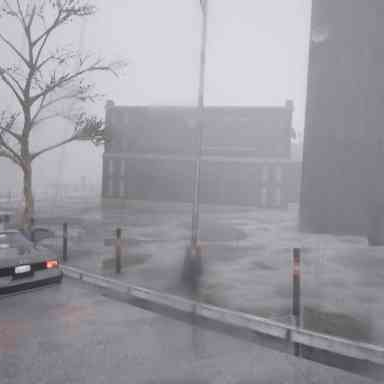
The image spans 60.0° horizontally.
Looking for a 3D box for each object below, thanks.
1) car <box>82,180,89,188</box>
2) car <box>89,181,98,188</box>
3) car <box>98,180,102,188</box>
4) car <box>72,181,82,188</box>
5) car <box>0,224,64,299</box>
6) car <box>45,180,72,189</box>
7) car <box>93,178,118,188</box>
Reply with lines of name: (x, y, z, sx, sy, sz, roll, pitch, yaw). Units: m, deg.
car: (-25.266, -1.618, 71.750, 4.674, 1.452, 2.002, 3, 3, 21)
car: (-24.254, -1.852, 74.310, 4.553, 1.767, 2.185, 3, 3, 21)
car: (-23.314, -1.802, 76.910, 4.892, 1.521, 2.231, 3, 3, 21)
car: (-26.250, -1.587, 69.176, 5.008, 1.535, 2.097, 3, 3, 21)
car: (-5.161, 1.463, 7.901, 5.357, 1.411, 2.033, 1, 1, 39)
car: (-27.190, -1.644, 66.575, 4.553, 1.767, 2.185, 3, 3, 21)
car: (-21.367, -2.210, 82.059, 5.566, 2.045, 2.435, 3, 3, 21)
